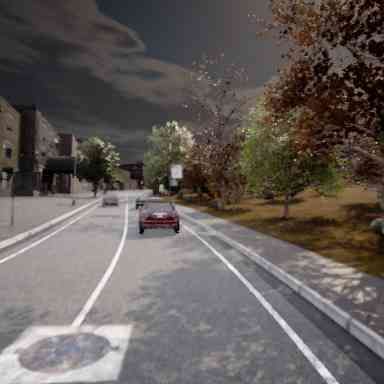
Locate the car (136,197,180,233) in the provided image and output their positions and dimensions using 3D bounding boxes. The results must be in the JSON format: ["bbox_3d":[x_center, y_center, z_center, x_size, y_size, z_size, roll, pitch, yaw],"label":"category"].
[{"bbox_3d":[-1.931,1.202,18.738,2.097,1.767,4.553,1,1,-9],"label":"car"}]

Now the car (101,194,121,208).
[{"bbox_3d":[-9.354,0.969,38.391,1.837,1.490,4.892,1,1,-11],"label":"car"}]
